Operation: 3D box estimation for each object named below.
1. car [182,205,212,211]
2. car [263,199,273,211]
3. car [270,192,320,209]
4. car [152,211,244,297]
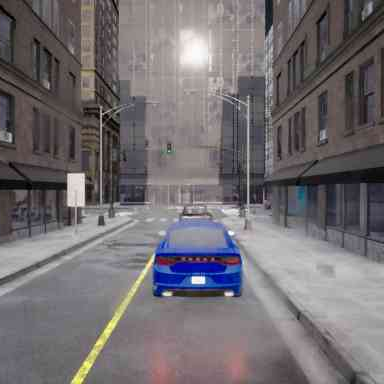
[{"bbox_3d":[0.182,1.480,19.080,2.128,1.511,4.902,0,0,-1],"label":"car"},{"bbox_3d":[10.555,1.222,38.423,4.553,1.767,2.097,0,0,0],"label":"car"},{"bbox_3d":[12.780,1.057,41.670,5.566,2.045,2.150,0,0,0],"label":"car"},{"bbox_3d":[0.125,1.473,8.611,1.882,1.535,5.008,0,0,0],"label":"car"}]
